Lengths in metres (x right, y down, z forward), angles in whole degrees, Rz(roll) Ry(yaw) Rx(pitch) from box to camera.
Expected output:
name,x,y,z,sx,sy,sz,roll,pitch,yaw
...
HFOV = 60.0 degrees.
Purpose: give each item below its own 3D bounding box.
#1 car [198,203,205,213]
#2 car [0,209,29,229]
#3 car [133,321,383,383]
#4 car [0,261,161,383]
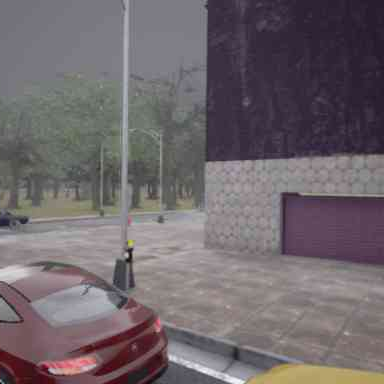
name,x,y,z,sx,sy,sz,roll,pitch,yaw
car,2.740,1.850,43.710,2.097,1.767,4.553,1,0,36
car,-13.206,1.794,21.359,1.895,1.301,4.718,1,0,35
car,2.160,1.520,1.249,4.829,1.417,1.752,0,1,36
car,-2.206,1.603,4.364,4.206,1.307,1.802,0,1,36
